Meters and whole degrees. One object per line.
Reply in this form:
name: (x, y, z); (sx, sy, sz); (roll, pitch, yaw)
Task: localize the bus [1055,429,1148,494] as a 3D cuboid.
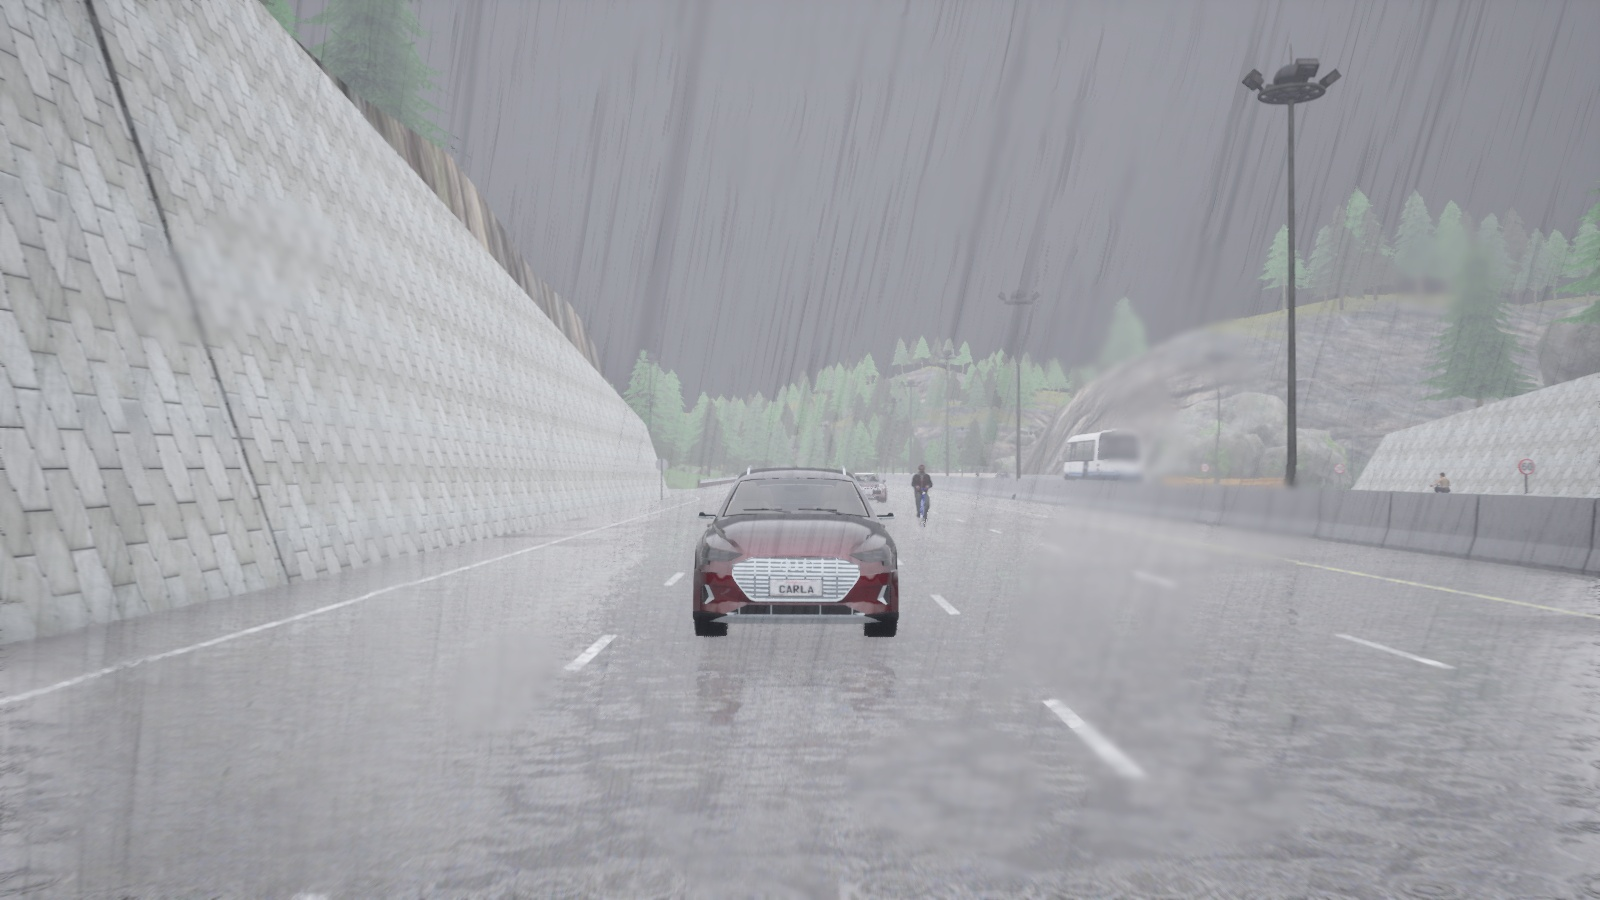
bus: (20.783, 0.816, 87.266); (3.944, 4.253, 10.273); (0, -1, 0)

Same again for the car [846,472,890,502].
car: (3.348, 1.817, 62.763); (1.970, 1.475, 3.806); (0, -1, 0)

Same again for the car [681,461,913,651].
car: (-0.033, 0.970, 13.420); (2.033, 1.649, 4.856); (0, -1, 0)
